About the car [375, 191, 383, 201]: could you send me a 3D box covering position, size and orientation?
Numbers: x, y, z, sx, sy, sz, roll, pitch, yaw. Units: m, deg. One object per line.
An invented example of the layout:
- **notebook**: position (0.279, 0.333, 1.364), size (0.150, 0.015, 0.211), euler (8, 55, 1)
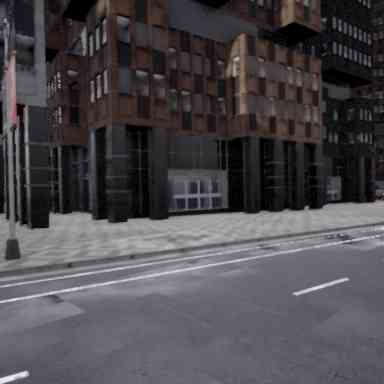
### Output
- **car**: position (36.910, 0.792, 62.935), size (2.192, 1.841, 5.009), euler (-2, 1, -36)
